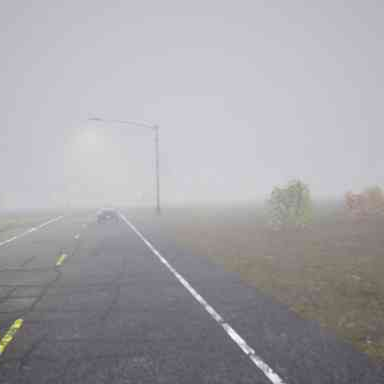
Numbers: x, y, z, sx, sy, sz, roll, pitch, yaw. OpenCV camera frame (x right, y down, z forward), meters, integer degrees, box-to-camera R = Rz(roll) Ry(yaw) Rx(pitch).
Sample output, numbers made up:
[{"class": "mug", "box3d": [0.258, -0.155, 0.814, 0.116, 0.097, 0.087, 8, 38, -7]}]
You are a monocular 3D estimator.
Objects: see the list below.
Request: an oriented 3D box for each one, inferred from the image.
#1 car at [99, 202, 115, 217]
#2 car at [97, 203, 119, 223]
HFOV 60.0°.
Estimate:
[{"class": "car", "box3d": [-10.506, 2.122, 41.075, 1.837, 1.490, 4.892, -1, 0, -15]}, {"class": "car", "box3d": [-7.724, 1.982, 30.575, 1.812, 1.442, 4.674, -1, 0, -15]}]
